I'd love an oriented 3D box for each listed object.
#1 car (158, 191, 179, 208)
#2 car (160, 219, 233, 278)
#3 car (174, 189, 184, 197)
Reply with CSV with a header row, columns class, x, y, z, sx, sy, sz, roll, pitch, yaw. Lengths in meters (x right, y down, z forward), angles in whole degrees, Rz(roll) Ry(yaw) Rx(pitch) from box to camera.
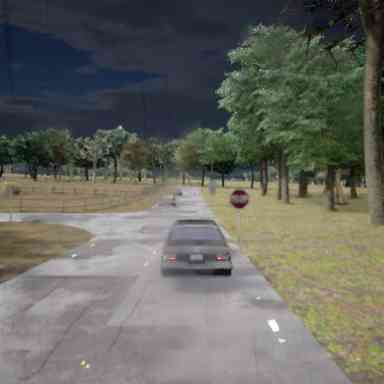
class,x,y,z,sx,sy,sz,roll,pitch,yaw
car,-2.754,1.020,38.176,1.812,1.442,4.674,0,2,0
car,0.093,1.524,10.065,2.033,1.411,5.357,0,0,0
car,-2.760,0.153,65.327,1.837,1.490,4.892,0,2,0
